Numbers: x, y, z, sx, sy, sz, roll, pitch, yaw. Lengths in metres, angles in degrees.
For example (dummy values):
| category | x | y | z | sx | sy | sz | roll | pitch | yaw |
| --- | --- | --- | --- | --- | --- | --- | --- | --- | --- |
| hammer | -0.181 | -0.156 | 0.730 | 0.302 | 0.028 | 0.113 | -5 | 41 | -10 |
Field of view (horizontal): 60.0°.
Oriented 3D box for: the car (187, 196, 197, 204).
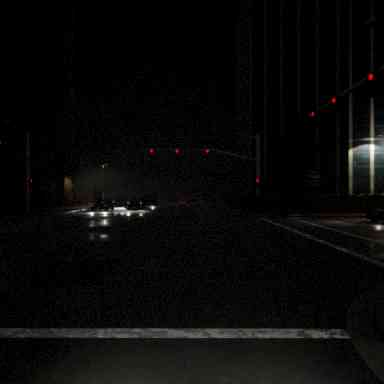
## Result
| category | x | y | z | sx | sy | sz | roll | pitch | yaw |
| --- | --- | --- | --- | --- | --- | --- | --- | --- | --- |
| car | -0.065 | 1.526 | 64.979 | 1.812 | 1.442 | 4.674 | 0 | 0 | 0 |

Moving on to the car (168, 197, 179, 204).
| category | x | y | z | sx | sy | sz | roll | pitch | yaw |
| --- | --- | --- | --- | --- | --- | --- | --- | --- | --- |
| car | -3.566 | 1.601 | 65.546 | 1.895 | 1.301 | 4.718 | 0 | 0 | 0 |

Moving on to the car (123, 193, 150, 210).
| category | x | y | z | sx | sy | sz | roll | pitch | yaw |
| --- | --- | --- | --- | --- | --- | --- | --- | --- | --- |
| car | -7.141 | 1.352 | 43.421 | 2.097 | 1.767 | 4.553 | 0 | 0 | 0 |

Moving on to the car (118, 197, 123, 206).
| category | x | y | z | sx | sy | sz | roll | pitch | yaw |
| --- | --- | --- | --- | --- | --- | --- | --- | --- | --- |
| car | -10.640 | 1.491 | 50.329 | 2.128 | 1.511 | 4.902 | 0 | 0 | 0 |

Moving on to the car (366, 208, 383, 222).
| category | x | y | z | sx | sy | sz | roll | pitch | yaw |
| --- | --- | --- | --- | --- | --- | --- | --- | --- | --- |
| car | 15.459 | 1.478 | 24.352 | 5.008 | 1.535 | 1.882 | 0 | 0 | -1 |

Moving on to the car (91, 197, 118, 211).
| category | x | y | z | sx | sy | sz | roll | pitch | yaw |
| --- | --- | --- | --- | --- | --- | --- | --- | --- | --- |
| car | -10.619 | 1.526 | 39.912 | 1.812 | 1.442 | 4.674 | 0 | 0 | 0 |

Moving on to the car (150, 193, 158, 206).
| category | x | y | z | sx | sy | sz | roll | pitch | yaw |
| --- | --- | --- | --- | --- | --- | --- | --- | --- | --- |
| car | -7.123 | 1.222 | 56.275 | 2.150 | 2.045 | 5.566 | 0 | 0 | 1 |
